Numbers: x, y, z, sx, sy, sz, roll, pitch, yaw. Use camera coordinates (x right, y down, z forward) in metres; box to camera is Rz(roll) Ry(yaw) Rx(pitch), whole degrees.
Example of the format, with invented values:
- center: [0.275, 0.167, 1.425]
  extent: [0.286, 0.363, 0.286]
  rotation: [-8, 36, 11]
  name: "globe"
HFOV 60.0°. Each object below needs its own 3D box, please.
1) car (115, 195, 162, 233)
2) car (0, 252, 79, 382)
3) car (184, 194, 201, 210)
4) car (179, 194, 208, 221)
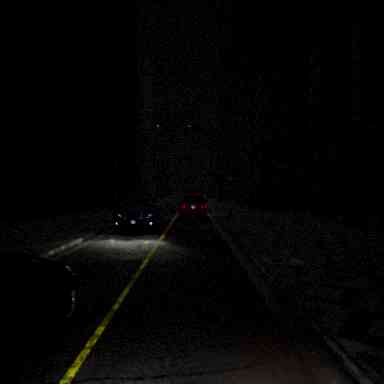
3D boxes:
- center: [-3.095, 1.235, 20.246]
  extent: [2.150, 2.045, 5.566]
  rotation: [0, 0, 0]
  name: "car"
- center: [-3.071, 1.566, 4.463]
  extent: [1.994, 1.385, 4.181]
  rotation: [0, 0, 0]
  name: "car"
- center: [0.120, 1.273, 46.058]
  extent: [2.150, 2.045, 5.566]
  rotation: [0, 0, 1]
  name: "car"
- center: [0.101, 1.237, 27.473]
  extent: [2.150, 2.045, 5.566]
  rotation: [0, -1, 0]
  name: "car"
